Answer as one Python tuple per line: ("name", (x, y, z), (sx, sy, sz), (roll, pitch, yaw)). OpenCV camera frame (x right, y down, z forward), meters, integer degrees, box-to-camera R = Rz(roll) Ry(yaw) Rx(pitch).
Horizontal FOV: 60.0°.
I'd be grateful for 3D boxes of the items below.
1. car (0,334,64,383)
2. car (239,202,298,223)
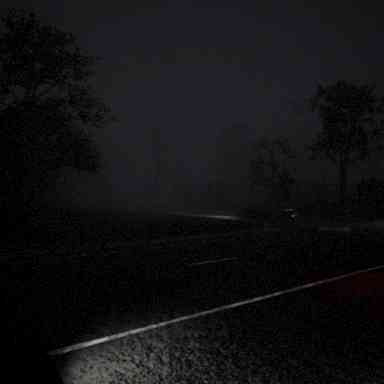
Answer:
("car", (-3.115, 1.504, 1.503), (4.892, 1.490, 1.837), (0, 0, -36))
("car", (5.713, 1.490, 25.572), (2.128, 1.511, 4.902), (0, 0, -37))
